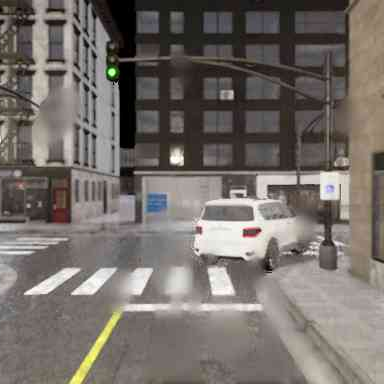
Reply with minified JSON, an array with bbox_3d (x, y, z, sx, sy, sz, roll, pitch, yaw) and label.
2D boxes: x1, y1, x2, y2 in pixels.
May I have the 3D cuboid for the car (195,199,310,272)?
[{"bbox_3d":[2.216,1.241,11.240,2.150,2.045,5.566,-1,-1,32],"label":"car"}]
